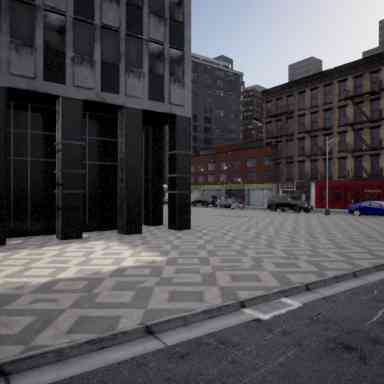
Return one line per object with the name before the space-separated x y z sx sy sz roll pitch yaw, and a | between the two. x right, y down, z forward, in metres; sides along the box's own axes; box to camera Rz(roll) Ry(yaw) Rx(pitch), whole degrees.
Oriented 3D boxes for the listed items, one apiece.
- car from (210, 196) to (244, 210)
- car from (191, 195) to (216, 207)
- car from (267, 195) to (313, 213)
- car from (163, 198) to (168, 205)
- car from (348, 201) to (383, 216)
car | 5.286 1.727 47.076 2.128 1.511 4.902 0 0 -36
car | 2.175 1.522 56.641 2.150 2.045 5.566 0 0 -36
car | 11.320 1.392 38.821 2.150 2.045 5.566 0 -1 -36
car | -4.041 1.844 65.042 1.837 1.490 4.892 0 0 -36
car | 17.167 1.577 30.820 1.882 1.535 5.008 0 -1 -37
